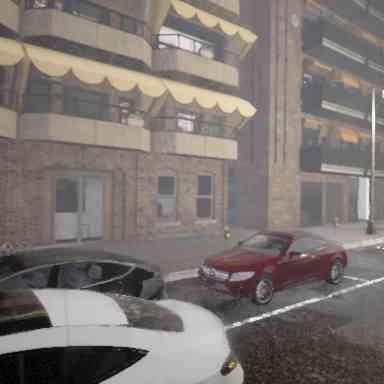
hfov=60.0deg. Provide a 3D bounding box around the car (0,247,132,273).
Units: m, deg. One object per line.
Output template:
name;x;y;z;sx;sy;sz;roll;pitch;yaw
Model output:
car;-2.410;1.566;4.783;4.313;1.339;1.947;0;1;-36

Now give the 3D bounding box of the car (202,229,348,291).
car;2.105;1.586;8.006;4.206;1.307;1.802;0;1;-36

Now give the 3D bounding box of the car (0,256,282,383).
car;-1.698;1.526;2.166;4.674;1.442;1.812;0;0;-36
